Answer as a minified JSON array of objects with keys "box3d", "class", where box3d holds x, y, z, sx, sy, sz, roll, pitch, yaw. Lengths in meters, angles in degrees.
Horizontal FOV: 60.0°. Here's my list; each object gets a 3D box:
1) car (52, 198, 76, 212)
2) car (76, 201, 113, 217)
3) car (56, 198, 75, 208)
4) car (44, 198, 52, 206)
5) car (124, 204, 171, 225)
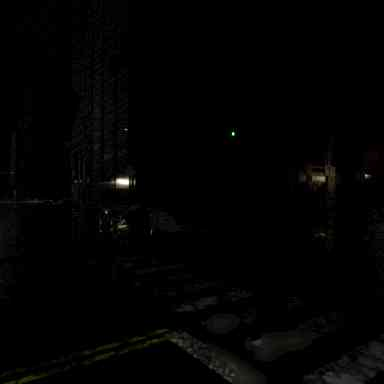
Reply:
[{"box3d":[-15.469,1.724,41.395,2.033,1.411,5.357,1,-1,-34],"class":"car"},{"box3d":[-9.327,1.620,32.701,2.128,1.511,4.902,1,-1,-35],"class":"car"},{"box3d":[-20.676,1.790,54.255,1.812,1.442,4.674,1,-1,-35],"class":"car"},{"box3d":[-26.467,1.803,62.431,2.128,1.511,4.902,1,-1,-36],"class":"car"},{"box3d":[-3.386,1.608,24.331,1.812,1.442,4.674,1,-1,-37],"class":"car"}]
